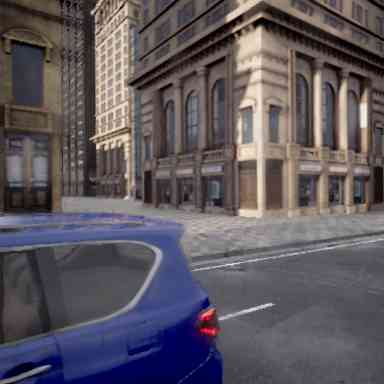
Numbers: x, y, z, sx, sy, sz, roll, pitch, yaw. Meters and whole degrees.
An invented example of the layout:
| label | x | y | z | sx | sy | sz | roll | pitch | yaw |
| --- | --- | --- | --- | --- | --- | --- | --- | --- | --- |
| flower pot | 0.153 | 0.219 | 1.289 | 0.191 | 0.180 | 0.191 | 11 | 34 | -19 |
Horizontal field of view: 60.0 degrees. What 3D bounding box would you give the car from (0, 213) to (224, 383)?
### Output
| label | x | y | z | sx | sy | sz | roll | pitch | yaw |
| --- | --- | --- | --- | --- | --- | --- | --- | --- | --- |
| car | -2.335 | 1.218 | 2.016 | 5.566 | 2.045 | 2.150 | 0 | 0 | -36 |
